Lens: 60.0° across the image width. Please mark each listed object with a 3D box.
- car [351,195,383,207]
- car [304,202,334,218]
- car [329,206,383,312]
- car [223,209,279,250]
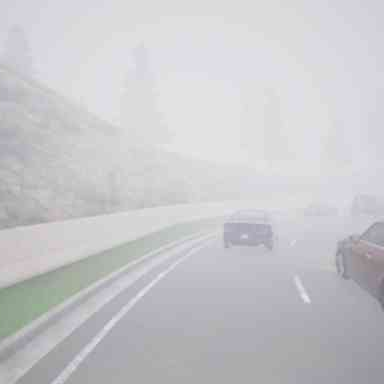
[{"bbox_3d":[16.038,1.285,29.725,2.150,2.045,5.566,0,0,43],"label":"car"},{"bbox_3d":[11.890,1.596,30.541,1.994,1.385,4.181,0,0,40],"label":"car"},{"bbox_3d":[4.668,1.373,7.133,2.097,1.767,4.553,0,0,9],"label":"car"},{"bbox_3d":[2.664,1.471,14.442,1.882,1.535,5.008,0,0,18],"label":"car"}]
